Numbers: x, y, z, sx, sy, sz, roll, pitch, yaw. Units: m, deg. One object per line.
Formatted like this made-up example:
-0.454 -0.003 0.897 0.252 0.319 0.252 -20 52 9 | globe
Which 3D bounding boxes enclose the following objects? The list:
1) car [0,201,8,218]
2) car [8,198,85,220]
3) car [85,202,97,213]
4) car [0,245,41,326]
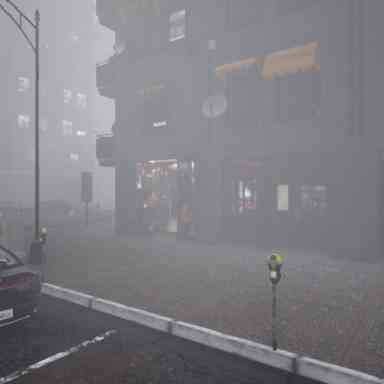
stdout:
-14.082 1.350 26.081 2.008 1.369 4.403 1 1 35 | car
-11.117 1.282 25.825 1.837 1.490 4.892 0 1 35 | car
-10.996 1.249 30.509 1.752 1.417 4.829 1 1 35 | car
-4.503 1.551 6.078 4.403 1.369 2.008 0 0 35 | car
